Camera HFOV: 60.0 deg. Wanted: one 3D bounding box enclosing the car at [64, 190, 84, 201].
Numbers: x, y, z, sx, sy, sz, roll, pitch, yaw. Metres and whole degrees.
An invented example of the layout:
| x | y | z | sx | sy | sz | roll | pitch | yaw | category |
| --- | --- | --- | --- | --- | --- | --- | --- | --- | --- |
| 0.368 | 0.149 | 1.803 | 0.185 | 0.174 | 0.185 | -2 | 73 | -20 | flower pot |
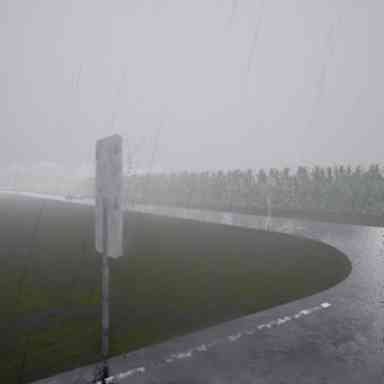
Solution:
| x | y | z | sx | sy | sz | roll | pitch | yaw | category |
| --- | --- | --- | --- | --- | --- | --- | --- | --- | --- |
| -17.927 | 0.513 | 50.487 | 2.128 | 1.511 | 4.902 | 0 | 1 | -36 | car |
